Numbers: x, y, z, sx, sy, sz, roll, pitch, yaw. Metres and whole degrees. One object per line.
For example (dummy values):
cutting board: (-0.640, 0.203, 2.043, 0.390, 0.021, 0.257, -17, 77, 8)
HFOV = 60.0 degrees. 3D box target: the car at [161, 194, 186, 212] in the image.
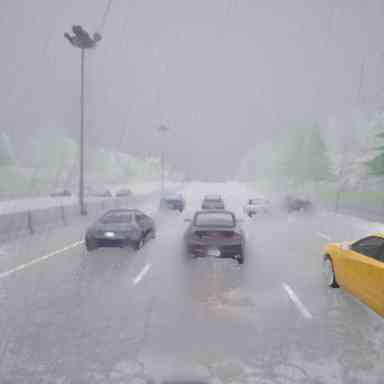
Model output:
car: (-1.630, 0.926, 29.912, 1.882, 1.535, 5.008, 0, 2, 4)

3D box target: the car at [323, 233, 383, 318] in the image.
car: (3.941, 1.429, 5.882, 1.882, 1.535, 5.008, 0, 1, 3)

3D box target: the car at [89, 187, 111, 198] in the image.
car: (-14.363, 0.198, 53.421, 1.812, 1.442, 4.674, 0, 2, 4)

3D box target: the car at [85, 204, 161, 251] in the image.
car: (-2.644, 1.360, 13.159, 1.994, 1.385, 4.181, 0, 1, 3)

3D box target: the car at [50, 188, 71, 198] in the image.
car: (-21.309, 0.132, 54.263, 1.812, 1.442, 4.674, 0, 2, 4)

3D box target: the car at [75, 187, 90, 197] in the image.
car: (-17.725, -0.067, 55.505, 2.097, 1.767, 4.553, 0, 2, 4)

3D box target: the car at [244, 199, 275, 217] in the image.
car: (5.147, 1.182, 26.109, 1.895, 1.301, 4.718, 0, 1, 4)

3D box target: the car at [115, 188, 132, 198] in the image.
car: (-10.873, 0.204, 53.199, 1.837, 1.490, 4.892, 0, 2, 4)

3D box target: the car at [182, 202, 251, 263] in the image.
car: (0.754, 1.353, 11.438, 1.837, 1.490, 4.892, 0, 1, 3)

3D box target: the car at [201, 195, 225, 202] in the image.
car: (1.781, 1.000, 28.372, 2.128, 1.511, 4.902, 0, 1, 4)

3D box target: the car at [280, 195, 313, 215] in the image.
car: (8.785, 1.059, 28.229, 1.837, 1.490, 4.892, 0, 2, 4)
